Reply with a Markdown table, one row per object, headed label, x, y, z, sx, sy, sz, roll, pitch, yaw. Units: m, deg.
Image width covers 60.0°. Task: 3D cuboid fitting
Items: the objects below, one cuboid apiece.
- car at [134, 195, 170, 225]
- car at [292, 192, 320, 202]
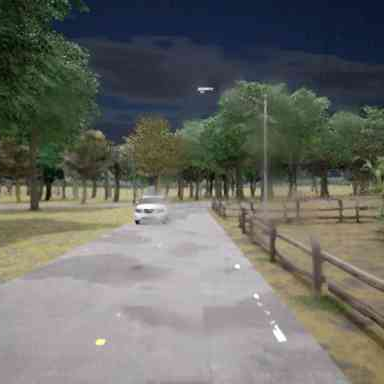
| label | x | y | z | sx | sy | sz | roll | pitch | yaw |
| --- | --- | --- | --- | --- | --- | --- | --- | --- | --- |
| car | -2.849 | 1.247 | 24.768 | 2.150 | 2.045 | 5.566 | 0 | 0 | 0 |
| car | 20.155 | 0.740 | 58.843 | 4.553 | 1.767 | 2.097 | -2 | 0 | 0 |
